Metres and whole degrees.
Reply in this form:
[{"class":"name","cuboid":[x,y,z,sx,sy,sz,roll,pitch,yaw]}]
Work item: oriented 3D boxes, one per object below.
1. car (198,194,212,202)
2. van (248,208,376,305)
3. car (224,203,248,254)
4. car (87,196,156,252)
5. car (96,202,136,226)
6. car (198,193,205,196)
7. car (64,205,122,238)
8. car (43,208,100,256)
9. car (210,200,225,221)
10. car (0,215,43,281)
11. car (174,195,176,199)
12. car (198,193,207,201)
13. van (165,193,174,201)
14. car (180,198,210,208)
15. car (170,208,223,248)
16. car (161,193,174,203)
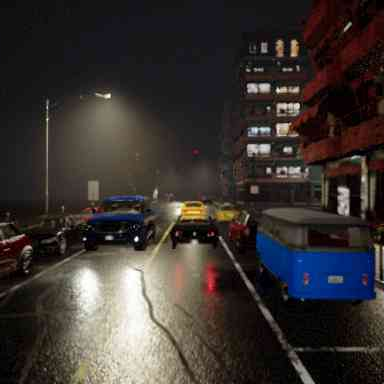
[{"class":"car","cuboid":[2.574,1.487,56.961,2.008,1.369,4.403,1,0,0]},{"class":"van","cuboid":[2.576,1.332,7.812,1.690,1.788,3.998,1,0,0]},{"class":"car","cuboid":[2.575,1.425,13.358,1.967,1.590,4.097,1,0,0]},{"class":"car","cuboid":[-2.832,1.204,14.187,2.150,2.045,5.566,0,0,0]},{"class":"car","cuboid":[-5.306,1.498,23.850,1.752,1.417,4.829,1,0,0]},{"class":"car","cuboid":[2.573,1.506,68.284,1.802,1.307,4.206,1,0,0]},{"class":"car","cuboid":[-5.306,1.523,18.484,1.887,1.381,4.507,1,0,0]},{"class":"car","cuboid":[-5.307,1.536,12.948,2.008,1.369,4.403,1,0,0]},{"class":"car","cuboid":[2.574,1.497,24.617,1.752,1.417,4.829,1,0,0]},{"class":"car","cuboid":[-5.305,1.431,7.412,1.967,1.590,4.097,1,0,0]},{"class":"car","cuboid":[-5.304,1.233,73.461,2.192,1.841,5.009,1,0,0]},{"class":"car","cuboid":[2.576,1.221,85.267,2.192,1.841,5.009,1,0,0]},{"class":"van","cuboid":[-5.304,1.253,79.115,1.690,1.788,3.998,1,0,0]},{"class":"car","cuboid":[0.102,1.449,25.117,1.882,1.535,5.008,0,0,0]},{"class":"car","cuboid":[0.101,1.584,14.627,1.895,1.301,4.718,0,0,0]},{"class":"car","cuboid":[-5.305,1.364,67.807,1.967,1.590,4.097,1,0,0]}]
